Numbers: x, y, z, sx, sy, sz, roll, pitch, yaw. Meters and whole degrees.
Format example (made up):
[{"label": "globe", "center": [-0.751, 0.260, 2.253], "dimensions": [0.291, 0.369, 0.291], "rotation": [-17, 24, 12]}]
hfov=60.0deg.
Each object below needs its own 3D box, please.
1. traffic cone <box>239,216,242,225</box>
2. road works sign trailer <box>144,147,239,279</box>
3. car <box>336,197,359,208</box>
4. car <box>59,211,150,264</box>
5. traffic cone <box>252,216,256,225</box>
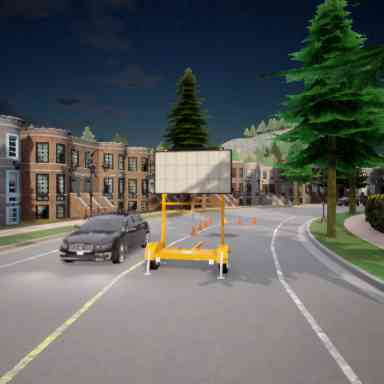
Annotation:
[{"label": "traffic cone", "center": [3.263, 1.954, 22.789], "dimensions": [0.340, 0.580, 0.340], "rotation": [0, 0, 12]}, {"label": "road works sign trailer", "center": [0.057, 0.464, 10.180], "dimensions": [2.380, 3.560, 2.880], "rotation": [0, 0, 12]}, {"label": "car", "center": [22.511, 1.504, 49.059], "dimensions": [4.892, 1.490, 1.837], "rotation": [0, 0, -29]}, {"label": "car", "center": [-2.868, 1.505, 11.945], "dimensions": [1.837, 1.490, 4.892], "rotation": [0, 0, 8]}, {"label": "traffic cone", "center": [4.240, 1.955, 22.582], "dimensions": [0.340, 0.580, 0.340], "rotation": [0, 0, 12]}]
